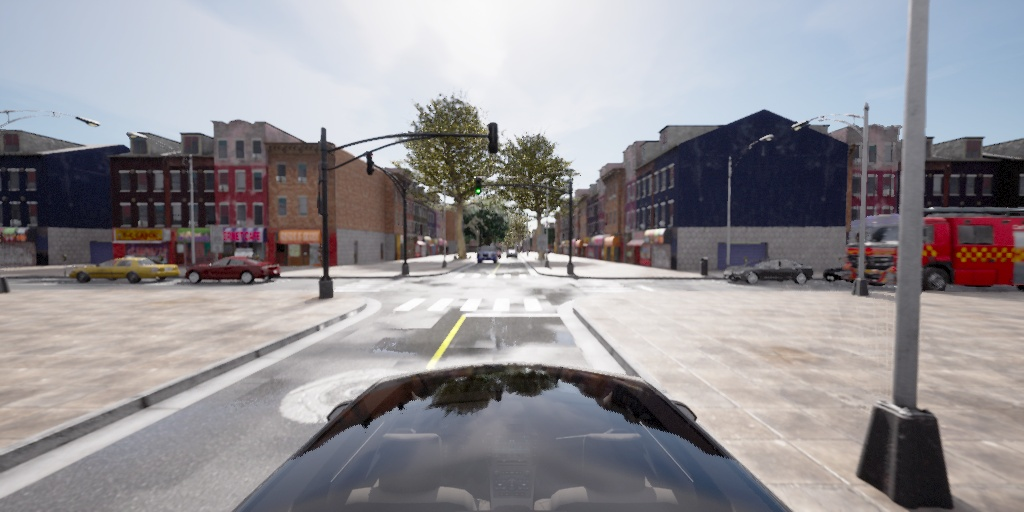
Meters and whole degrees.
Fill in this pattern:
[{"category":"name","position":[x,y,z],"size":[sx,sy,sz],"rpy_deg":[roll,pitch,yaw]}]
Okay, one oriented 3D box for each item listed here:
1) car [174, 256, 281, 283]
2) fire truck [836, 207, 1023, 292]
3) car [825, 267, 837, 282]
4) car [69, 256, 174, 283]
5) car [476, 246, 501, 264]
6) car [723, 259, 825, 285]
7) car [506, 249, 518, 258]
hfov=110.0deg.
[{"category":"car","position":[-15.077,0.709,19.470],"size":[4.507,1.381,1.888],"rpy_deg":[0,0,0]},{"category":"fire truck","position":[21.093,-0.288,17.002],"size":[8.468,3.827,2.891],"rpy_deg":[0,2,0]},{"category":"car","position":[19.627,0.839,19.682],"size":[4.313,1.339,1.948],"rpy_deg":[0,0,0]},{"category":"car","position":[-20.926,0.678,19.435],"size":[4.829,1.417,1.751],"rpy_deg":[0,0,0]},{"category":"car","position":[-2.838,-0.168,41.923],"size":[2.150,2.045,5.566],"rpy_deg":[0,2,1]},{"category":"car","position":[13.952,0.801,19.647],"size":[4.403,1.370,2.007],"rpy_deg":[0,0,0]},{"category":"car","position":[-0.007,-0.306,61.403],"size":[1.994,1.385,4.181],"rpy_deg":[0,1,0]}]
